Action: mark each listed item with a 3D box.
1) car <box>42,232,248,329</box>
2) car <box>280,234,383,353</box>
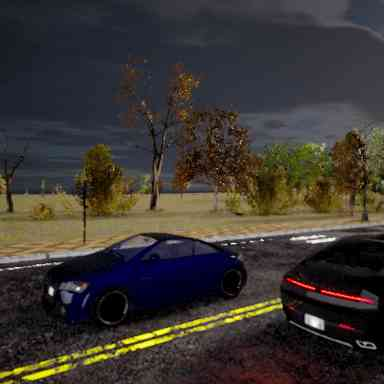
[{"bbox_3d":[-0.834,1.572,6.998,4.181,1.385,1.994,0,0,-35],"label":"car"},{"bbox_3d":[3.665,1.521,5.900,4.892,1.490,1.837,0,0,-34],"label":"car"}]
